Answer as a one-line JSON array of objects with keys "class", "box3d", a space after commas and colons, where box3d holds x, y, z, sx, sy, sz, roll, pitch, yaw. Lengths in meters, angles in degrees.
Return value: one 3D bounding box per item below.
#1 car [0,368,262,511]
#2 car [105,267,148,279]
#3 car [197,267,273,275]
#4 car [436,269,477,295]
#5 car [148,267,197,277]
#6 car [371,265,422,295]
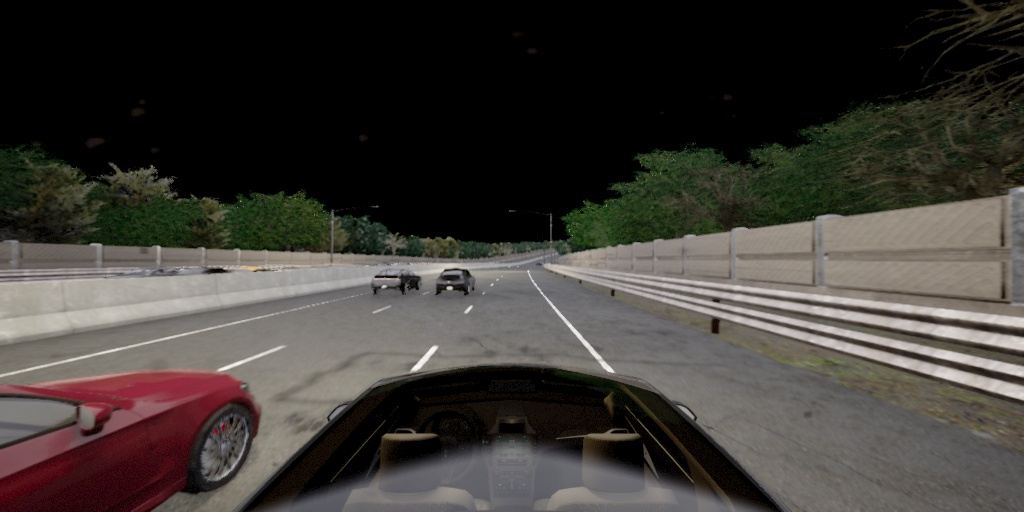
[{"class": "car", "box3d": [-3.401, 1.274, 1.604, 1.812, 1.442, 4.674, 0, -1, 0]}, {"class": "car", "box3d": [-24.509, 1.505, 24.319, 2.128, 1.511, 4.902, 0, -1, 1]}, {"class": "car", "box3d": [-17.516, 1.487, 23.739, 1.882, 1.535, 5.008, 0, -1, 1]}, {"class": "car", "box3d": [-3.337, 1.499, 21.799, 1.837, 1.490, 4.892, 0, 0, 0]}, {"class": "car", "box3d": [-21.011, 1.519, 24.190, 1.837, 1.490, 4.892, 0, -1, 1]}, {"class": "car", "box3d": [-6.839, 1.481, 21.667, 2.128, 1.511, 4.902, 0, -1, 0]}]
